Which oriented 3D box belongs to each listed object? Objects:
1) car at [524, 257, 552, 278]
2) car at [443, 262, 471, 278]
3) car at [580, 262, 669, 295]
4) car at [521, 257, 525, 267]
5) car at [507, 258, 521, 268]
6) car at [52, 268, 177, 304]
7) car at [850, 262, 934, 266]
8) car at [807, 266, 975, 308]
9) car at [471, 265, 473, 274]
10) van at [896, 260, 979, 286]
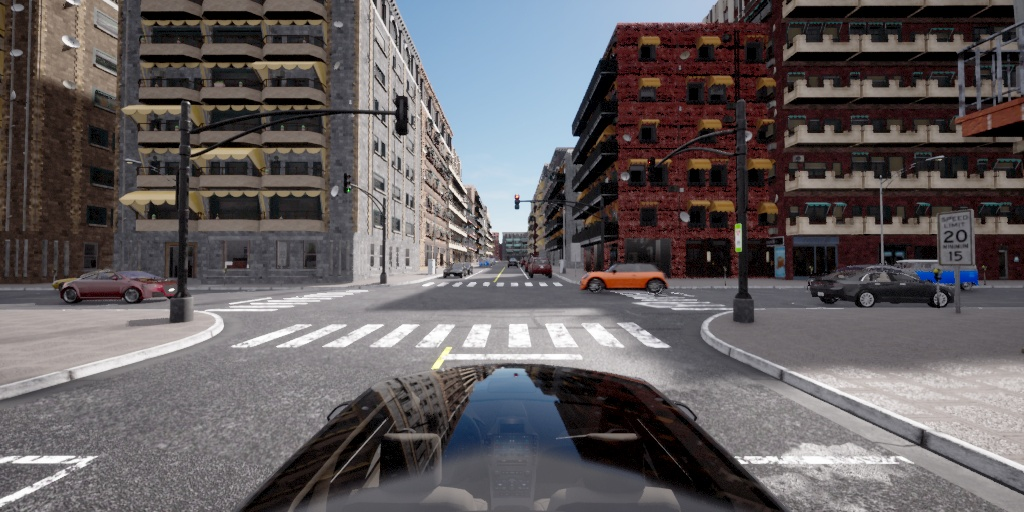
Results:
[{"bbox_3d":[2.602,1.076,33.731,2.192,1.841,5.009,0,0,0],"label":"car"},{"bbox_3d":[-5.279,1.328,33.694,1.948,1.339,4.313,0,0,0],"label":"car"},{"bbox_3d":[6.083,1.139,19.806,4.553,1.767,2.097,0,-1,13],"label":"car"},{"bbox_3d":[2.615,1.086,44.854,2.192,1.841,5.009,0,0,0],"label":"car"},{"bbox_3d":[0.168,1.329,63.892,1.837,1.490,4.892,0,0,0],"label":"car"},{"bbox_3d":[-17.192,1.339,16.014,4.181,1.385,1.994,0,-1,0],"label":"car"},{"bbox_3d":[18.319,1.228,18.840,4.902,1.511,2.128,0,-1,0],"label":"car"},{"bbox_3d":[13.758,1.185,13.425,4.403,1.370,2.007,0,0,0],"label":"car"},{"bbox_3d":[-5.273,1.331,39.255,1.948,1.339,4.313,0,0,0],"label":"car"},{"bbox_3d":[24.925,1.115,21.265,3.998,1.789,1.690,0,0,0],"label":"van"}]
